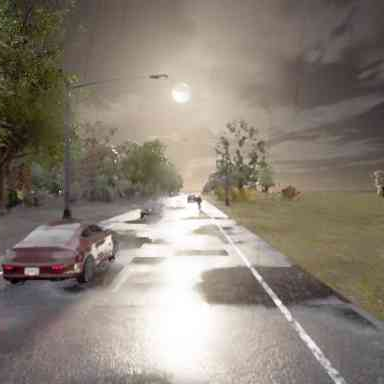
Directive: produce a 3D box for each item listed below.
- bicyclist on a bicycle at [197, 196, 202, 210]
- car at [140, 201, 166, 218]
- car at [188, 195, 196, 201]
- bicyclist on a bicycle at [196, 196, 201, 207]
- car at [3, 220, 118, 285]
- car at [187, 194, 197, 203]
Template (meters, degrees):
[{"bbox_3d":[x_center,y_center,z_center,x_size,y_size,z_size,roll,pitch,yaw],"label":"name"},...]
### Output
[{"bbox_3d":[0.961,1.335,40.601,0.659,1.776,1.843,0,0,0],"label":"bicyclist on a bicycle"},{"bbox_3d":[-3.405,1.521,29.482,2.033,1.411,5.357,0,0,0],"label":"car"},{"bbox_3d":[-0.002,1.421,81.091,2.033,1.411,5.357,0,0,0],"label":"car"},{"bbox_3d":[0.960,1.410,49.385,0.582,1.620,1.656,0,0,0],"label":"bicyclist on a bicycle"},{"bbox_3d":[-3.403,1.517,9.371,1.812,1.442,4.674,0,0,0],"label":"car"},{"bbox_3d":[-0.002,1.295,70.668,2.097,1.767,4.553,0,0,0],"label":"car"}]
